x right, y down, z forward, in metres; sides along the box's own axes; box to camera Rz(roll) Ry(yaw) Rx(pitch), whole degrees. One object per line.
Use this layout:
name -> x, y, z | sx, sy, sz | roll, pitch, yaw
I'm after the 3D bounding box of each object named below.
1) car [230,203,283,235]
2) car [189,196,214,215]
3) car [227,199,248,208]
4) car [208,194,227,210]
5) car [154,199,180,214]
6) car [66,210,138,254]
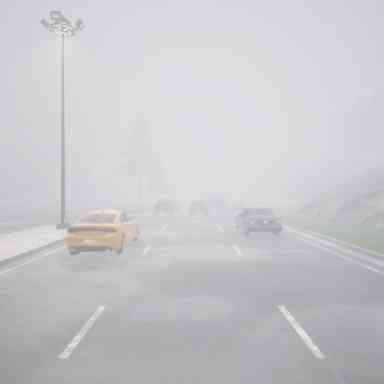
car -> 3.602, 1.547, 18.755 | 2.033, 1.411, 5.357 | 0, 0, 0
car -> 0.894, 1.505, 34.133 | 1.837, 1.490, 4.892 | 0, 0, 8
car -> 5.718, 1.526, 39.712 | 1.812, 1.442, 4.674 | 0, 0, 15
car -> 3.365, 1.221, 44.315 | 2.150, 2.045, 5.566 | 0, 0, 16
car -> -2.582, 1.503, 34.879 | 1.837, 1.490, 4.892 | -1, 0, 9
car -> -3.400, 1.477, 13.471 | 1.882, 1.535, 5.008 | 0, 0, 0
